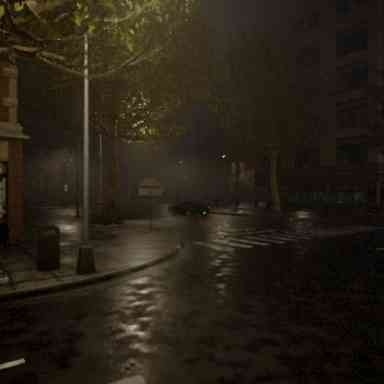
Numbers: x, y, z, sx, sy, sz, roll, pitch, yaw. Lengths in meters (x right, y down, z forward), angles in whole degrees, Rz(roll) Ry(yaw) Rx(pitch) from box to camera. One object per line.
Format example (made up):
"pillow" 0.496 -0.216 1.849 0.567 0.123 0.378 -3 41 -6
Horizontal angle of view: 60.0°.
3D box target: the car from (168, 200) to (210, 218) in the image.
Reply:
"car" -0.370 1.513 30.063 1.837 1.490 4.892 0 0 -36

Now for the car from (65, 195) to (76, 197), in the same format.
"car" -26.373 1.424 73.852 4.786 1.482 2.161 0 0 -36

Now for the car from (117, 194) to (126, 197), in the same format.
"car" -18.821 1.336 84.279 4.674 1.452 2.002 0 0 -36
